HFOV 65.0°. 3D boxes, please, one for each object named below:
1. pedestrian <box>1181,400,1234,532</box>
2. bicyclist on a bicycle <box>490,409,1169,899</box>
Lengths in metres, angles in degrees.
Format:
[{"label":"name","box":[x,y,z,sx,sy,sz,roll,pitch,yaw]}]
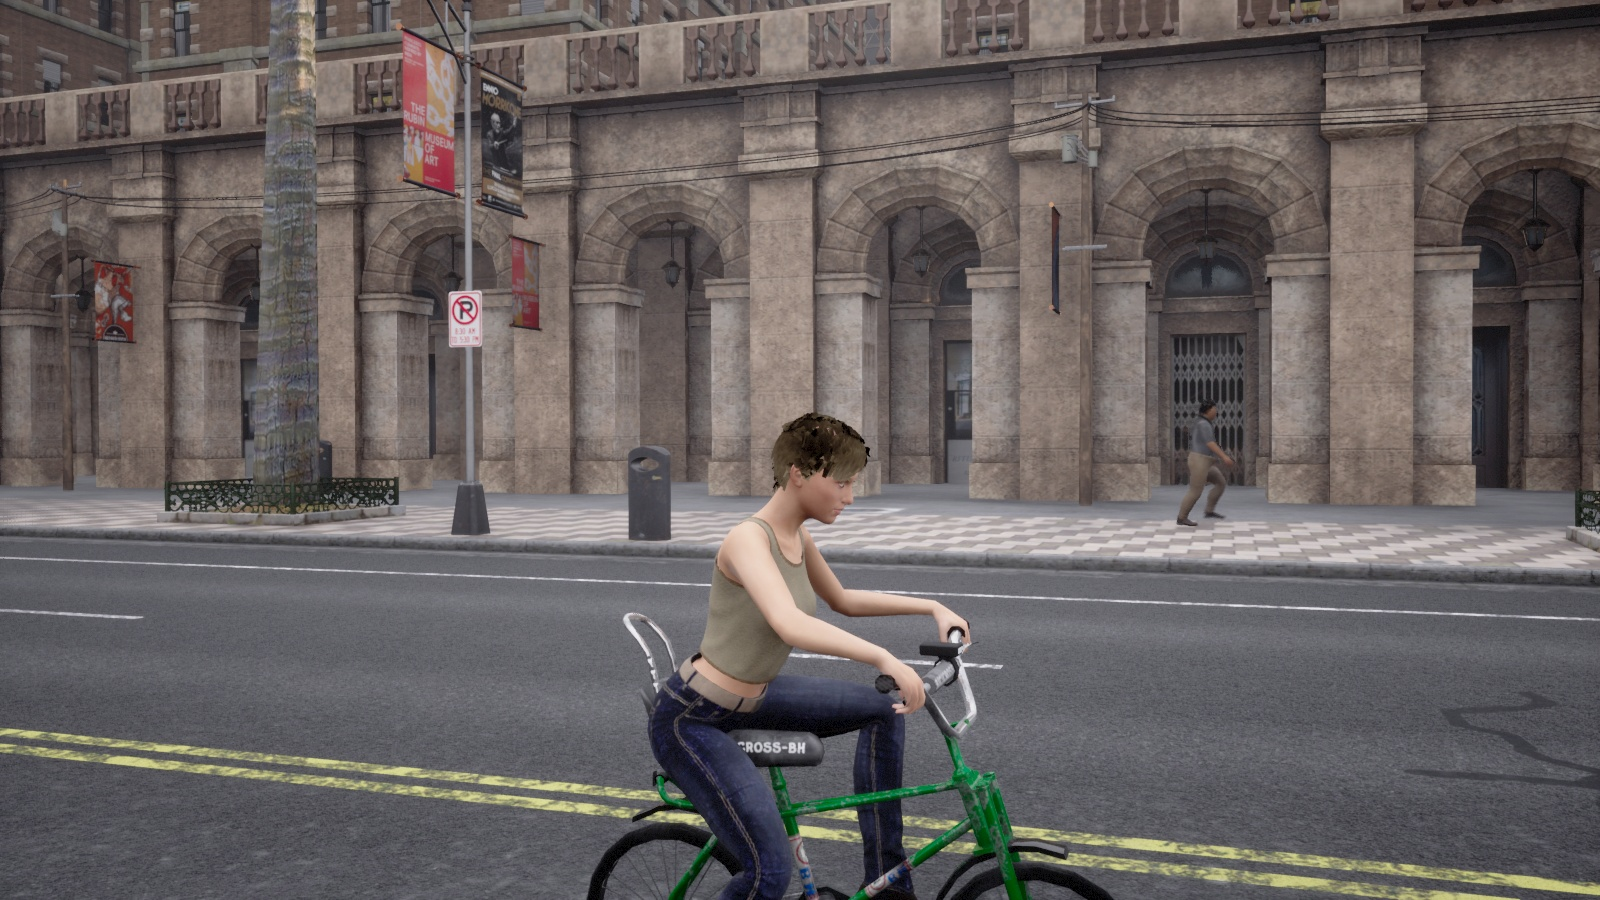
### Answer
[{"label":"pedestrian","box":[5.837,0.217,17.994,0.694,1.848,0.540,1,1,18]},{"label":"bicyclist on a bicycle","box":[0.116,0.713,3.158,1.509,1.612,0.866,1,1,19]}]
